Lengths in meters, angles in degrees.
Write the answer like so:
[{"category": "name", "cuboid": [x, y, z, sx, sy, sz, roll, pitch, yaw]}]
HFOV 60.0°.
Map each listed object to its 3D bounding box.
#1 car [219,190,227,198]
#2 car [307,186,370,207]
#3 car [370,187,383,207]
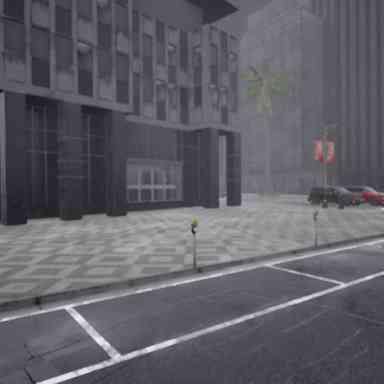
[{"category": "car", "cuboid": [3.702, 0.309, 54.986, 2.033, 1.411, 5.357, -1, 1, -35]}, {"category": "car", "cuboid": [14.580, 0.426, 34.024, 2.150, 2.045, 5.566, -1, 2, -35]}, {"category": "car", "cuboid": [17.869, 0.399, 35.008, 2.150, 2.045, 5.566, -1, 2, -35]}]
